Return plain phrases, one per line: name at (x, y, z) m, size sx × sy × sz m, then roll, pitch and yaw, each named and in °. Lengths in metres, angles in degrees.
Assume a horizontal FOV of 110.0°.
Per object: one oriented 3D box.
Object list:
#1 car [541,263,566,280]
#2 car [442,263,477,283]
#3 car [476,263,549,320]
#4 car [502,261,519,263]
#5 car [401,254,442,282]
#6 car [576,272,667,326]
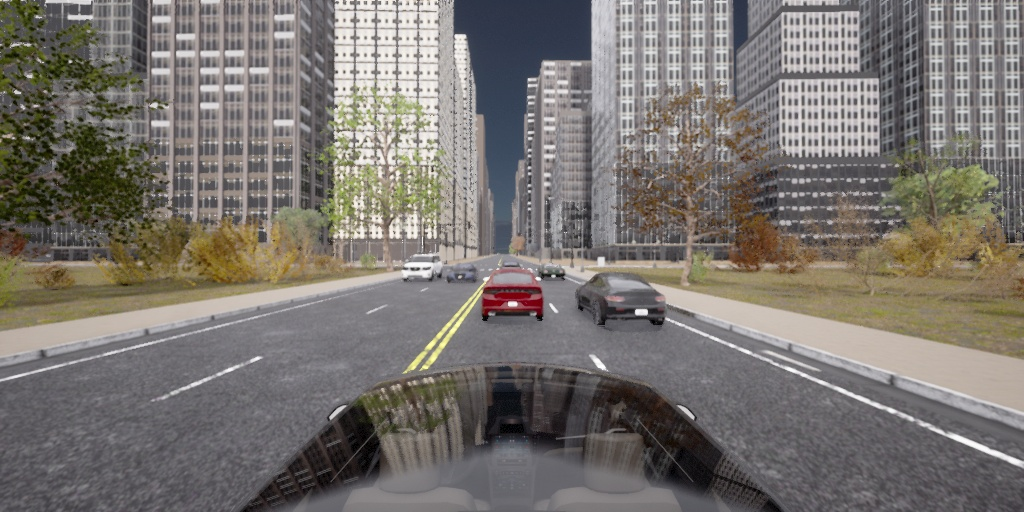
car at (3.147, 1.234, 29.552) m, size 1.895 × 1.301 × 4.718 m, roll 0°, pitch 0°, yaw 0°
car at (-3.513, 1.214, 26.162) m, size 1.994 × 1.385 × 4.181 m, roll 0°, pitch 0°, yaw 0°
car at (0.008, 1.185, 12.525) m, size 1.882 × 1.535 × 5.008 m, roll 0°, pitch 0°, yaw 0°
car at (-0.108, 1.123, 30.222) m, size 2.128 × 1.511 × 4.902 m, roll 0°, pitch 0°, yaw 0°
car at (-6.774, 0.865, 27.714) m, size 2.150 × 2.045 × 5.566 m, roll 0°, pitch 0°, yaw 0°
car at (3.260, 1.237, 11.350) m, size 1.812 × 1.442 × 4.674 m, roll 0°, pitch 0°, yaw 0°
